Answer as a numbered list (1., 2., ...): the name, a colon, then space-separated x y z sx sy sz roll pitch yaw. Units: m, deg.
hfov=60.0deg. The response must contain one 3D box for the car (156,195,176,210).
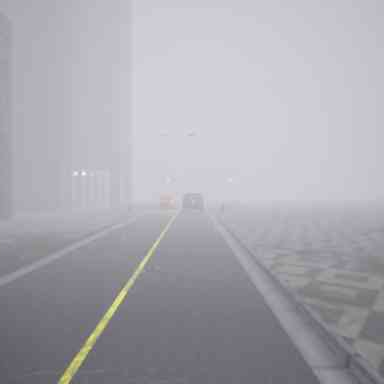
1. car: -3.072 1.166 39.903 2.097 1.767 4.553 0 0 0

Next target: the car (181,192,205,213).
1. car: 0.109 1.061 34.241 2.150 2.045 5.566 0 0 0
